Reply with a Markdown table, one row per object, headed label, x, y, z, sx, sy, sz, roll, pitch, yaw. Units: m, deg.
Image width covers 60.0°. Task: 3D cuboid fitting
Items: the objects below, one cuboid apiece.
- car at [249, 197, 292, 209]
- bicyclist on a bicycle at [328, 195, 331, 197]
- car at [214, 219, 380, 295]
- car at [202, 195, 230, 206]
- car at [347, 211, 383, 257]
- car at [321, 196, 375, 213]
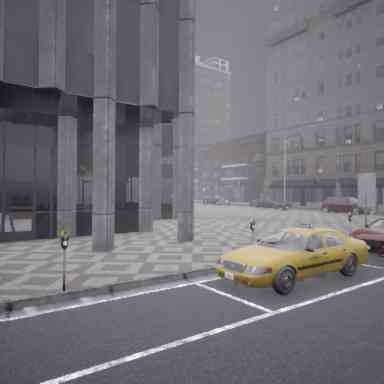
| label | x | y | z | sx | sy | sz | roll | pitch | yaw |
| --- | --- | --- | --- | --- | --- | --- | --- | --- | --- |
| car | 9.062 | 1.307 | 38.965 | 2.033 | 1.411 | 5.357 | 1 | 0 | -35 |
| bicyclist on a bicycle | 16.339 | 1.159 | 39.468 | 1.656 | 1.620 | 0.582 | 0 | 0 | -35 |
| car | 2.779 | 1.527 | 8.732 | 4.829 | 1.417 | 1.752 | 0 | 1 | -35 |
| car | 3.393 | 1.161 | 47.036 | 2.128 | 1.511 | 4.902 | 1 | 0 | -35 |
| car | 7.498 | 1.547 | 12.095 | 4.507 | 1.381 | 1.887 | 0 | 1 | -35 |
| car | 14.569 | 1.198 | 31.145 | 2.097 | 1.767 | 4.553 | 1 | 0 | -35 |
